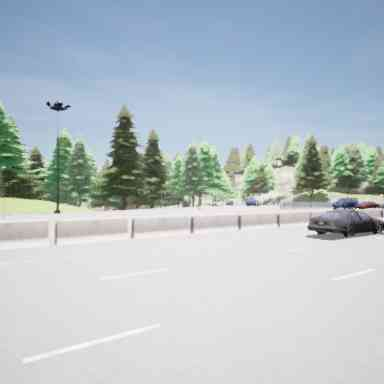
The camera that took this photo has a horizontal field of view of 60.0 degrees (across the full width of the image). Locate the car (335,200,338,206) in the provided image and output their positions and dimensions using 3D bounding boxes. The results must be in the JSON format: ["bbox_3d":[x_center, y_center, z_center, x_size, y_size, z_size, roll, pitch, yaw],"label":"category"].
[{"bbox_3d":[26.282,1.969,56.686,5.566,2.045,2.150,2,-1,-34],"label":"car"}]

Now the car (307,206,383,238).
[{"bbox_3d":[8.669,1.688,18.520,5.357,1.411,2.033,1,-1,-35],"label":"car"}]

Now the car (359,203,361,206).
[{"bbox_3d":[28.329,2.232,53.861,5.008,1.535,1.882,2,-1,-34],"label":"car"}]
